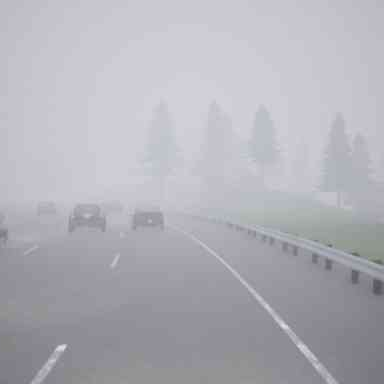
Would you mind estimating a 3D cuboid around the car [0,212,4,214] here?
[{"bbox_3d":[-13.985,1.684,22.234,2.033,1.411,5.357,0,0,-17],"label":"car"}]

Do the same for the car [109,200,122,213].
[{"bbox_3d":[-9.529,1.659,38.971,2.128,1.511,4.902,0,0,-26],"label":"car"}]

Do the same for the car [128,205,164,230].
[{"bbox_3d":[-3.071,1.561,21.783,1.882,1.535,5.008,0,0,-14],"label":"car"}]

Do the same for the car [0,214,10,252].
[{"bbox_3d":[-7.992,1.675,11.287,1.895,1.301,4.718,0,0,-8],"label":"car"}]

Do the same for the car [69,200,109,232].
[{"bbox_3d":[-6.567,1.450,21.206,2.097,1.767,4.553,0,0,-15],"label":"car"}]

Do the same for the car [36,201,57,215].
[{"bbox_3d":[-15.878,1.737,36.260,2.033,1.411,5.357,0,0,-27],"label":"car"}]
